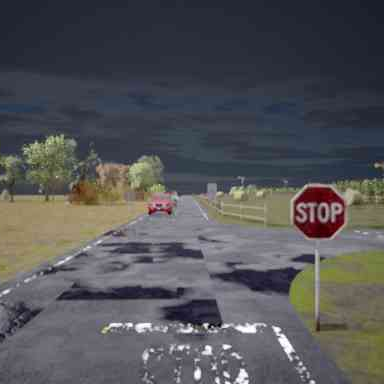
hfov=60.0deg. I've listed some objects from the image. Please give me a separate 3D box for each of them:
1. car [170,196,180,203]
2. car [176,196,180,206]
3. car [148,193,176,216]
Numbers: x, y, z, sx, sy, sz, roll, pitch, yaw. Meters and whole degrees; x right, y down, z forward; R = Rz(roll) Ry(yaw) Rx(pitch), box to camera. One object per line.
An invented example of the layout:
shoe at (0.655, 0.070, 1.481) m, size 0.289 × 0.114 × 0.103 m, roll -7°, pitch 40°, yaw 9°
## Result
car at (-3.318, 1.463, 65.946) m, size 1.812 × 1.442 × 4.674 m, roll 0°, pitch 0°, yaw -1°
car at (-3.193, 1.406, 48.315) m, size 2.128 × 1.511 × 4.902 m, roll 0°, pitch 0°, yaw 0°
car at (-3.018, 1.155, 32.656) m, size 2.150 × 2.045 × 5.566 m, roll 0°, pitch 0°, yaw -1°
